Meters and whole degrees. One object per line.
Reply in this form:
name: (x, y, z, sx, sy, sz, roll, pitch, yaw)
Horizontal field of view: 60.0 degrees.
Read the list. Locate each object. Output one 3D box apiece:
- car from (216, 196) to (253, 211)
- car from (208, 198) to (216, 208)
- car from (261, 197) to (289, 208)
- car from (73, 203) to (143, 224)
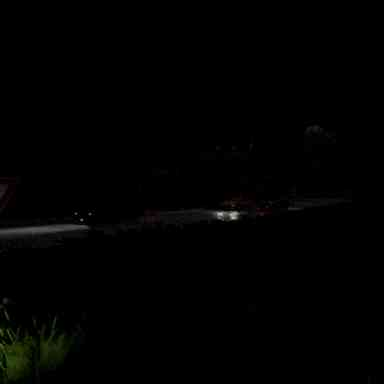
car: (5.121, 1.328, 37.674, 1.882, 1.535, 5.008, 0, 0, 36)
car: (3.580, 1.304, 40.477, 1.816, 1.474, 4.193, 7, 4, 33)
car: (9.409, 1.343, 37.330, 2.128, 1.511, 4.902, 0, 0, 36)
car: (-5.637, 1.451, 22.655, 1.895, 1.301, 4.718, 0, 0, 36)
